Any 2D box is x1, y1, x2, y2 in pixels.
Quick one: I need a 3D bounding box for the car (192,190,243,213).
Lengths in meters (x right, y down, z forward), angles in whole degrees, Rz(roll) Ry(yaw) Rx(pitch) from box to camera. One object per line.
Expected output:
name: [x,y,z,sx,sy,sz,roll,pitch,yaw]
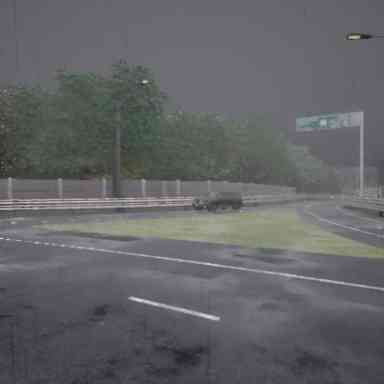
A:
car: [2.603,0.870,32.700,5.566,2.045,2.150,0,1,-38]
